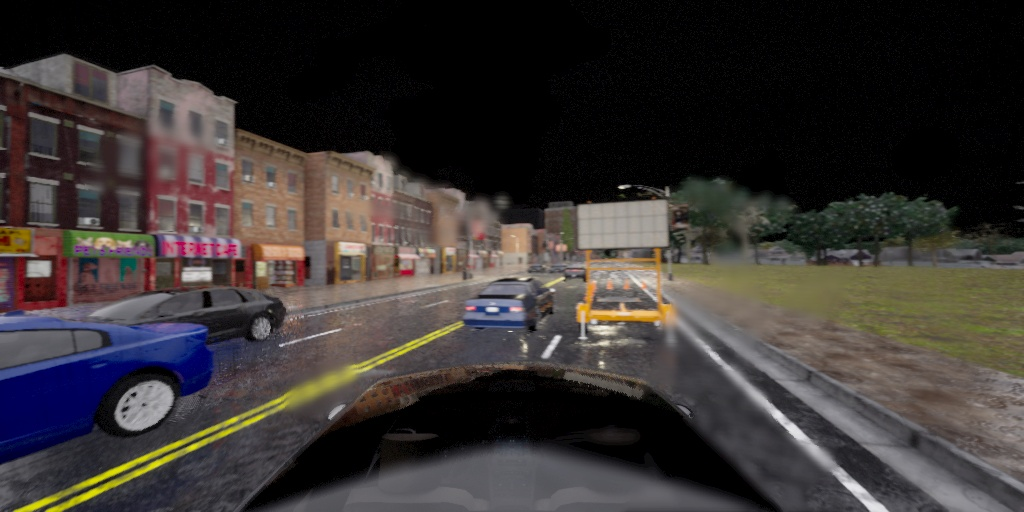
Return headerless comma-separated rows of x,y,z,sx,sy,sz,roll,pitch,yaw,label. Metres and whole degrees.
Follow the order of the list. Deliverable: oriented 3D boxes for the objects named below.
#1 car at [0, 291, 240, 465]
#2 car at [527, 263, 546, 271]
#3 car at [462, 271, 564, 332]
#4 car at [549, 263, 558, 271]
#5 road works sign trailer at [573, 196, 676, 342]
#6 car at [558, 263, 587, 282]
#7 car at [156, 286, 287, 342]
-5.639,1.363,3.124,1.882,1.535,5.008,-1,0,15,car
3.329,1.655,48.013,1.994,1.385,4.181,-1,-1,15,car
0.183,1.382,11.293,2.033,1.411,5.357,-1,-1,15,car
6.005,1.575,45.499,1.994,1.385,4.181,-1,-1,15,car
3.071,0.223,9.860,2.380,3.560,2.880,0,0,15,road works sign trailer
5.603,1.386,31.039,2.128,1.511,4.902,-1,-1,15,car
-7.643,1.482,8.092,1.837,1.490,4.892,-1,-1,15,car
